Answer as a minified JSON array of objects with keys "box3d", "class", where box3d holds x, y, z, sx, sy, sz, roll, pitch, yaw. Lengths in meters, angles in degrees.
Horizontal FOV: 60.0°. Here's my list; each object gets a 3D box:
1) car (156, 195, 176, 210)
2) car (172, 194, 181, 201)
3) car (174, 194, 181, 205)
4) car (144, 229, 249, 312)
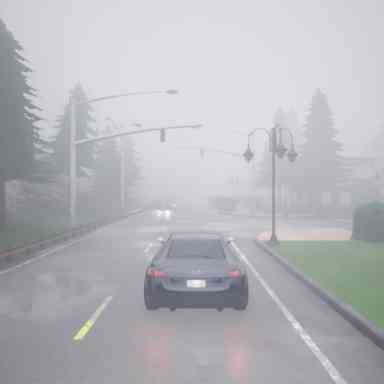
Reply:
[{"box3d":[-3.545,1.449,42.656,2.128,1.511,4.902,0,0,0],"class":"car"},{"box3d":[-3.415,1.240,75.255,1.882,1.535,5.008,0,0,0],"class":"car"},{"box3d":[-3.493,1.488,59.924,2.033,1.411,5.357,0,0,1],"class":"car"},{"box3d":[0.086,1.556,7.782,1.994,1.385,4.181,0,0,0],"class":"car"}]
